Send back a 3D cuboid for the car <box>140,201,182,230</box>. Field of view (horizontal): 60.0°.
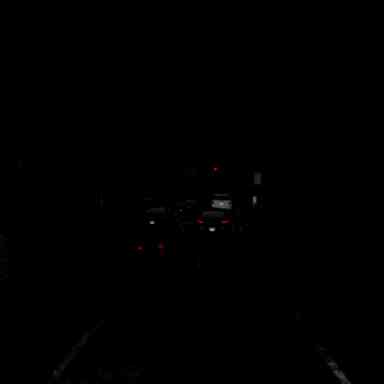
[{"bbox_3d":[-2.019,1.553,21.116,1.812,1.442,4.674,0,0,6],"label":"car"}]

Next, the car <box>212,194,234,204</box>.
[{"bbox_3d":[3.265,1.240,35.447,2.150,2.045,5.566,0,0,8],"label":"car"}]

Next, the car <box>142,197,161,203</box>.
[{"bbox_3d":[-5.748,1.425,47.764,1.882,1.535,5.008,0,0,9],"label":"car"}]

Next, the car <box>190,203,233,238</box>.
[{"bbox_3d":[1.146,1.559,17.691,1.812,1.442,4.674,0,0,5],"label":"car"}]

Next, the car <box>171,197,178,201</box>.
[{"bbox_3d":[-1.887,1.491,49.833,2.033,1.411,5.357,0,0,8],"label":"car"}]

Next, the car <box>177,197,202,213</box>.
[{"bbox_3d":[-0.005,1.483,37.326,1.882,1.535,5.008,0,0,8],"label":"car"}]
